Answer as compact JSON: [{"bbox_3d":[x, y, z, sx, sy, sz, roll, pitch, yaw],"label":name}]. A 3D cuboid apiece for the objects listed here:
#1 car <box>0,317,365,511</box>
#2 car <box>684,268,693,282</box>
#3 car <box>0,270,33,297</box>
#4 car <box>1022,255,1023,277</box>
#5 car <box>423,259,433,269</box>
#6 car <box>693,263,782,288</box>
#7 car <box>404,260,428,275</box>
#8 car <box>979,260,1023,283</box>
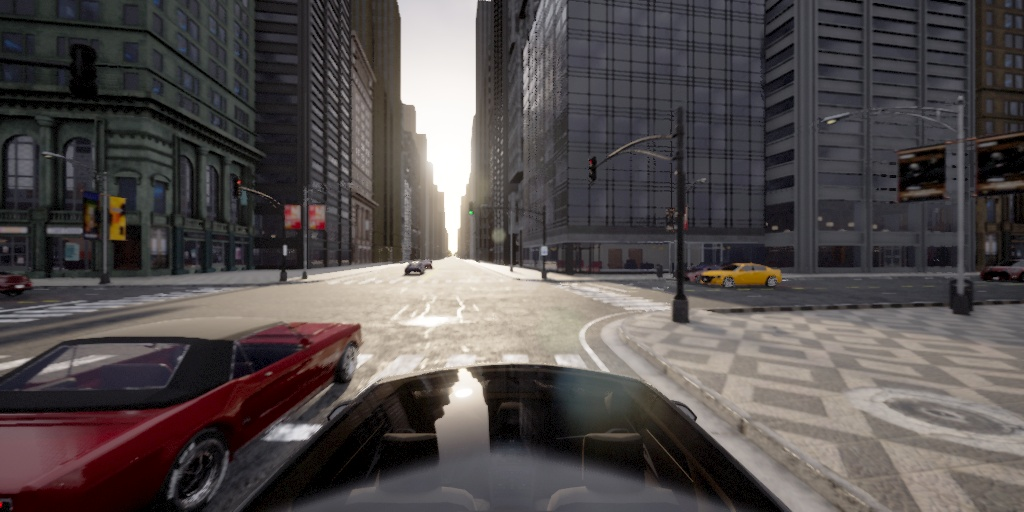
[{"bbox_3d":[-3.358,1.350,4.063,1.895,1.301,4.718,0,0,-3],"label":"car"},{"bbox_3d":[14.328,1.306,26.418,4.181,1.385,1.994,0,0,-9],"label":"car"},{"bbox_3d":[-25.475,1.264,16.521,4.674,1.442,1.812,0,0,-10],"label":"car"},{"bbox_3d":[49.405,0.932,32.164,5.566,2.045,2.150,0,0,-11],"label":"car"},{"bbox_3d":[-13.228,1.241,55.382,1.882,1.535,5.008,0,0,-9],"label":"car"},{"bbox_3d":[14.746,1.217,23.194,5.008,1.535,1.882,0,0,-9],"label":"car"},{"bbox_3d":[-10.644,1.355,39.310,1.895,1.301,4.718,0,0,-9],"label":"car"},{"bbox_3d":[38.277,1.068,27.092,4.553,1.767,2.097,0,0,-9],"label":"car"}]
